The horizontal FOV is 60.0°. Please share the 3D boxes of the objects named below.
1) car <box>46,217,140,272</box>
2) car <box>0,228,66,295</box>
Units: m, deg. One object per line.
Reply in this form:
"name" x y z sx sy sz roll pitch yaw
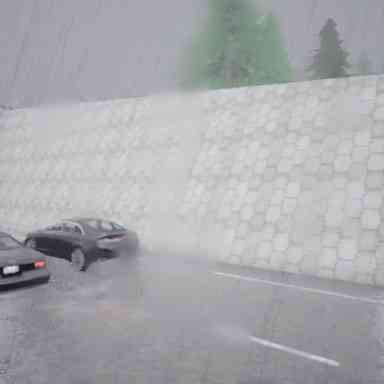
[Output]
"car" -3.907 1.624 11.387 4.902 1.511 2.128 0 -1 38
"car" -5.616 1.611 8.277 5.357 1.411 2.033 0 -1 38
